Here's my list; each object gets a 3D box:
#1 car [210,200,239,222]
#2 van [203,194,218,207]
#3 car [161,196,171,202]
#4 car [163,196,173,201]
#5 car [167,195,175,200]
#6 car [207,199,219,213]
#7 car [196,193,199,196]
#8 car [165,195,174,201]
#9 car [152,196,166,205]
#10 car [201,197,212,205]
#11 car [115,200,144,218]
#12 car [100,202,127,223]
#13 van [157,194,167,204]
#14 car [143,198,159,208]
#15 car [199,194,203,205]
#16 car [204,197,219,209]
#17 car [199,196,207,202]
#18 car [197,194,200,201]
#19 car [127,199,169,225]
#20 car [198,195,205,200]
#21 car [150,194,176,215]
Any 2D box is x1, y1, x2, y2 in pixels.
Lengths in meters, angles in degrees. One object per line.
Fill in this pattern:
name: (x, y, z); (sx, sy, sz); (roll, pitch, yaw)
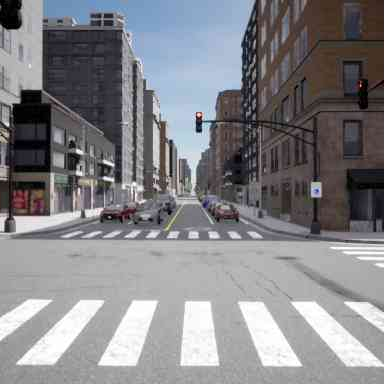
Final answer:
car: (2.650, 1.588, 25.940); (1.802, 1.307, 4.206); (1, 0, 0)
van: (2.635, 1.353, 42.960); (1.690, 1.788, 3.998); (1, 0, 0)
car: (-5.928, 1.582, 76.996); (2.008, 1.369, 4.403); (1, 0, 0)
car: (-5.934, 1.601, 82.669); (1.947, 1.339, 4.313); (1, 0, 0)
car: (-5.945, 1.585, 94.015); (1.887, 1.381, 4.507); (1, 0, 0)
car: (2.644, 1.590, 31.613); (1.802, 1.307, 4.206); (1, 0, 0)
car: (2.594, 1.350, 82.674); (2.192, 1.841, 5.009); (1, 0, 0)
car: (-5.940, 1.604, 88.342); (1.947, 1.339, 4.313); (1, 0, 0)
car: (-5.909, 1.461, 59.977); (1.967, 1.590, 4.097); (1, 0, 0)
car: (2.615, 1.603, 59.980); (1.802, 1.307, 4.206); (1, 0, 0)
car: (-5.882, 1.552, 31.613); (1.887, 1.381, 4.507); (1, 0, 0)
car: (-5.876, 1.551, 25.940); (1.887, 1.381, 4.507); (1, 0, 0)
van: (-5.915, 1.365, 65.650); (1.690, 1.788, 3.998); (1, 0, 0)
car: (-5.899, 1.596, 48.632); (1.802, 1.307, 4.206); (1, 0, 0)
car: (2.629, 1.330, 48.633); (2.192, 1.841, 5.009); (1, 0, 0)
car: (2.638, 1.591, 37.287); (1.802, 1.307, 4.206); (1, 0, 0)
car: (2.597, 1.557, 77.170); (1.752, 1.417, 4.829); (1, 0, 0)
car: (2.603, 1.594, 71.327); (1.947, 1.339, 4.313); (1, 0, 0)
car: (-3.104, 1.497, 24.346); (2.128, 1.511, 4.902); (0, 0, -1)
car: (2.581, 1.566, 94.190); (1.752, 1.417, 4.829); (1, 0, 0)
car: (-3.138, 1.230, 34.517); (2.150, 2.045, 5.566); (0, 0, 0)
